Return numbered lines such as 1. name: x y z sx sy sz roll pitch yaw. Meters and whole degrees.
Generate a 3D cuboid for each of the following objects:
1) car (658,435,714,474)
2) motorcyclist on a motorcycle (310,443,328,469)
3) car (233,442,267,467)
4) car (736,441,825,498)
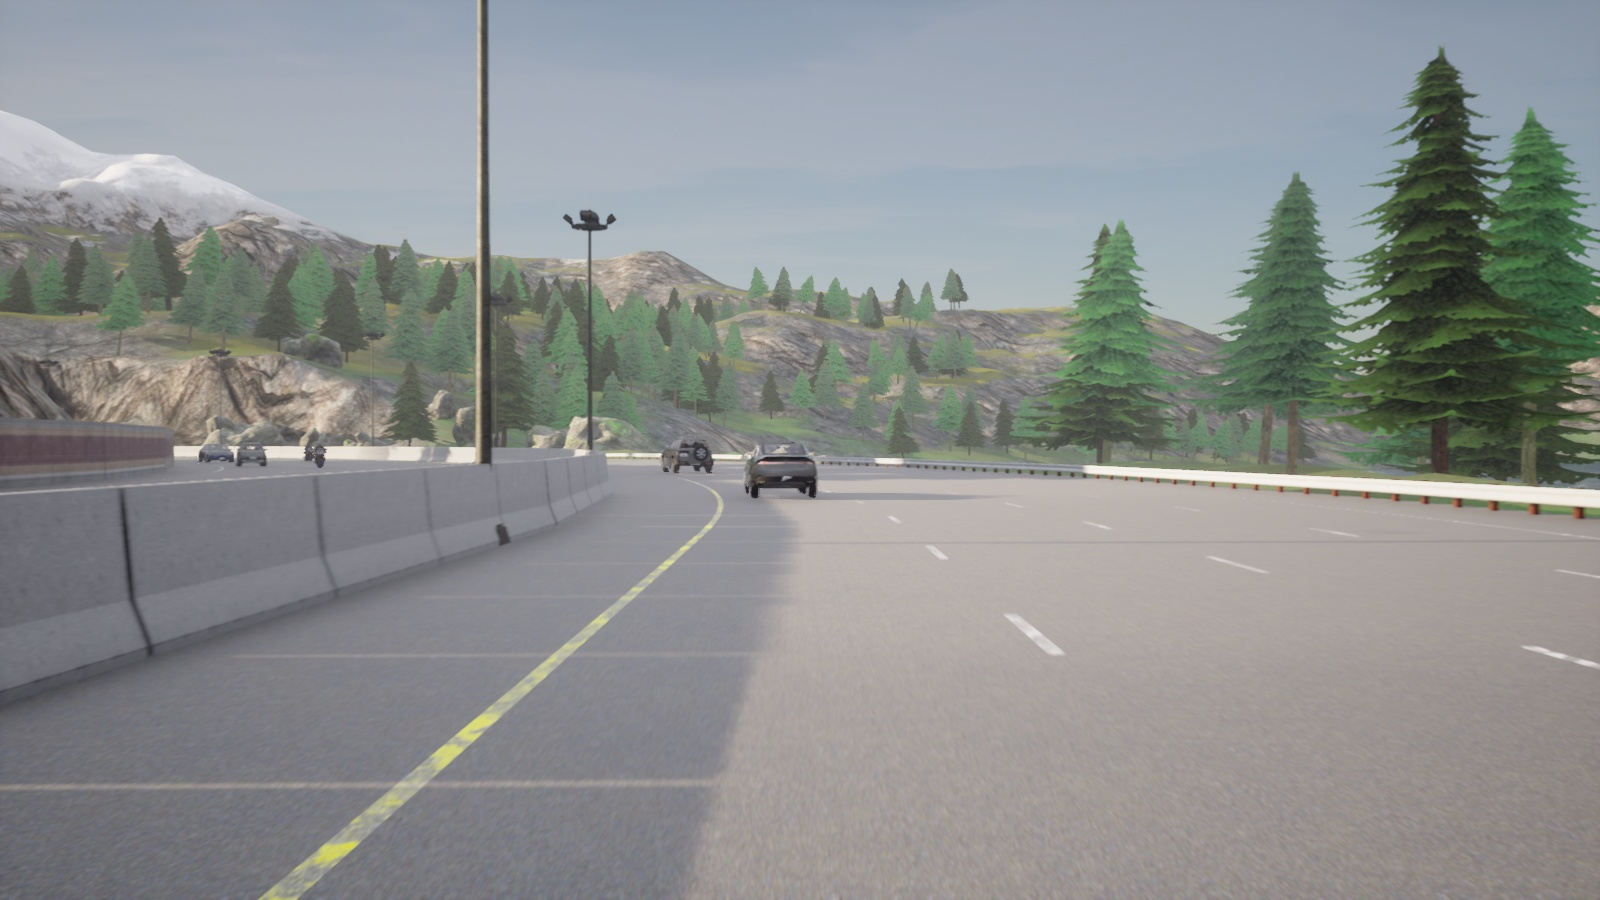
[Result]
1. car: -5.720 0.210 62.506 1.932 1.855 4.605 0 0 -16
2. motorcyclist on a motorcycle: -28.778 0.340 75.070 0.866 1.530 2.191 -1 1 -24
3. car: -35.017 0.251 79.960 1.789 1.549 3.705 0 0 -27
4. car: -0.627 0.503 35.707 2.128 1.511 4.902 0 0 -6
